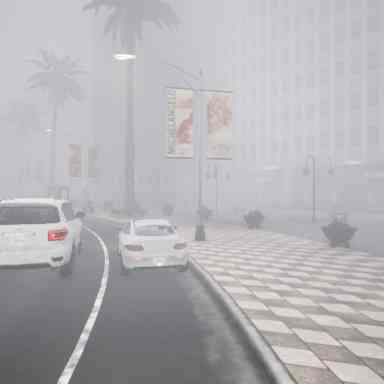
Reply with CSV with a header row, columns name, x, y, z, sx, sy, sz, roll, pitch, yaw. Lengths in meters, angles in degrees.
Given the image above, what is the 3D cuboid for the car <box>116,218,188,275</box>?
name,x,y,z,sx,sy,sz,roll,pitch,yaw
car,-1.355,1.525,10.430,1.812,1.442,4.674,0,0,-14

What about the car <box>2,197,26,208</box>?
name,x,y,z,sx,sy,sz,roll,pitch,yaw
car,-25.899,1.461,48.418,2.231,1.521,4.892,0,0,-39

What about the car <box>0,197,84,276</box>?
name,x,y,z,sx,sy,sz,roll,pitch,yaw
car,-4.624,1.215,10.170,2.150,2.045,5.566,0,-1,-15

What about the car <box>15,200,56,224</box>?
name,x,y,z,sx,sy,sz,roll,pitch,yaw
car,-12.432,1.483,26.204,2.128,1.511,4.902,0,0,-35
